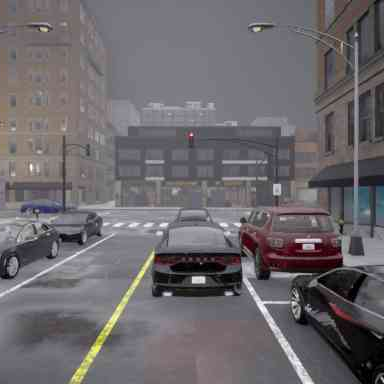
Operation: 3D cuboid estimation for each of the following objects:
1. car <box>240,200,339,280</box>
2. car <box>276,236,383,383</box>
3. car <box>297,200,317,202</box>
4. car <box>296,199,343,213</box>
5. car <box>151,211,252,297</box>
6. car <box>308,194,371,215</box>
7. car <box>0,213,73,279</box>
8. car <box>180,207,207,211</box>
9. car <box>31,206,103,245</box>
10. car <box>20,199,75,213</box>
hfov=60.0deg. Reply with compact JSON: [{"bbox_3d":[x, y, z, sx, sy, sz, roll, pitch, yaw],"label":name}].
[{"bbox_3d":[2.622,1.314,9.880,2.192,1.841,5.009,0,0,0],"label":"car"},{"bbox_3d":[2.630,1.566,4.218,1.947,1.339,4.313,0,0,0],"label":"car"},{"bbox_3d":[10.369,1.536,31.174,5.008,1.535,1.882,0,0,0],"label":"car"},{"bbox_3d":[14.436,1.605,37.881,4.674,1.442,1.812,0,0,0],"label":"car"},{"bbox_3d":[0.061,1.477,8.636,1.882,1.535,5.008,0,0,-1],"label":"car"},{"bbox_3d":[15.248,1.305,34.654,5.566,2.045,2.150,0,0,0],"label":"car"},{"bbox_3d":[-5.403,1.550,9.869,2.008,1.369,4.403,0,0,0],"label":"car"},{"bbox_3d":[0.057,1.504,16.202,1.837,1.490,4.892,0,0,0],"label":"car"},{"bbox_3d":[-5.411,1.565,15.531,1.947,1.339,4.313,0,0,0],"label":"car"},{"bbox_3d":[-13.266,1.420,31.029,5.008,1.535,1.882,0,0,0],"label":"car"}]
